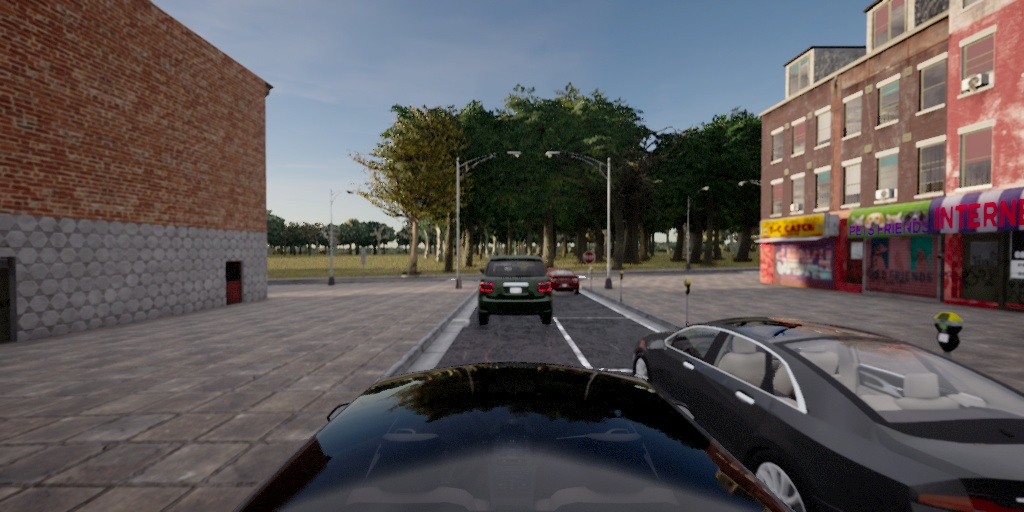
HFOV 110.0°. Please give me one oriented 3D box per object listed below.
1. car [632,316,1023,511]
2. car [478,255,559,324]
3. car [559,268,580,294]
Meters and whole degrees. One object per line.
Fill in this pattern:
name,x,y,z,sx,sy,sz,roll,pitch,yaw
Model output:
car,2.634,1.302,3.688,2.007,1.370,4.403,0,0,0
car,0.085,0.983,12.154,2.150,2.045,5.566,0,0,0
car,2.605,1.312,19.907,1.888,1.381,4.507,0,0,0
